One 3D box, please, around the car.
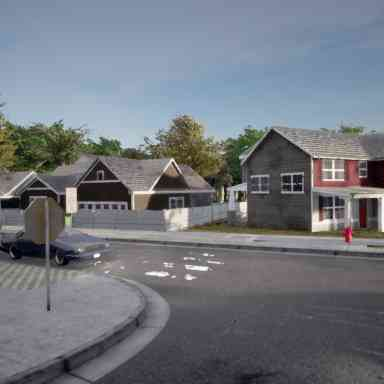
[{"bbox_3d":[-5.876,2.089,13.981,5.357,1.411,2.033,-2,0,31],"label":"car"}]
